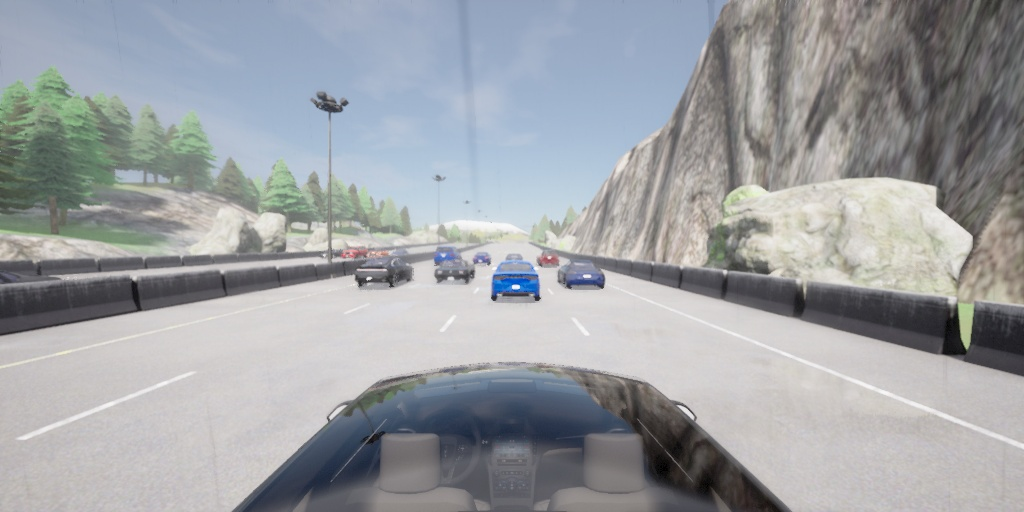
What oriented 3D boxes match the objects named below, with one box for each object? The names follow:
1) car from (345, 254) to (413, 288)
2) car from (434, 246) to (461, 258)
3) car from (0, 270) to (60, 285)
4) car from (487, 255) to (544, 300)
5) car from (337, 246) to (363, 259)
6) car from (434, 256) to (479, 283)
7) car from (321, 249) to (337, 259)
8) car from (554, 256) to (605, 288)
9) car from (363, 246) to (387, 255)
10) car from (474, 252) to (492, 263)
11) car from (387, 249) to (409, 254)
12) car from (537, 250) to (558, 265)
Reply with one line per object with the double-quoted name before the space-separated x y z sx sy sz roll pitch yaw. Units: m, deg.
"car" -6.837 0.824 19.633 2.128 1.511 4.902 0 1 0
"car" -6.770 0.003 38.092 2.150 2.045 5.566 0 2 0
"car" -17.568 1.095 10.910 2.033 1.411 5.357 0 1 0
"car" 0.149 0.919 15.521 1.882 1.535 5.008 0 2 0
"car" -24.307 -0.543 55.658 2.150 2.045 5.566 0 2 0
"car" -3.329 0.876 21.860 1.895 1.301 4.718 0 2 0
"car" -27.807 -0.341 55.707 2.128 1.511 4.902 0 2 0
"car" 3.663 0.904 19.455 1.994 1.385 4.181 0 1 0
"car" -20.807 -0.468 55.706 2.097 1.767 4.553 0 2 0
"car" -3.265 0.259 39.617 1.812 1.442 4.674 0 2 0
"car" -17.307 -0.305 55.669 1.812 1.442 4.674 0 2 0
"car" 3.728 0.151 37.703 2.097 1.767 4.553 0 2 0
